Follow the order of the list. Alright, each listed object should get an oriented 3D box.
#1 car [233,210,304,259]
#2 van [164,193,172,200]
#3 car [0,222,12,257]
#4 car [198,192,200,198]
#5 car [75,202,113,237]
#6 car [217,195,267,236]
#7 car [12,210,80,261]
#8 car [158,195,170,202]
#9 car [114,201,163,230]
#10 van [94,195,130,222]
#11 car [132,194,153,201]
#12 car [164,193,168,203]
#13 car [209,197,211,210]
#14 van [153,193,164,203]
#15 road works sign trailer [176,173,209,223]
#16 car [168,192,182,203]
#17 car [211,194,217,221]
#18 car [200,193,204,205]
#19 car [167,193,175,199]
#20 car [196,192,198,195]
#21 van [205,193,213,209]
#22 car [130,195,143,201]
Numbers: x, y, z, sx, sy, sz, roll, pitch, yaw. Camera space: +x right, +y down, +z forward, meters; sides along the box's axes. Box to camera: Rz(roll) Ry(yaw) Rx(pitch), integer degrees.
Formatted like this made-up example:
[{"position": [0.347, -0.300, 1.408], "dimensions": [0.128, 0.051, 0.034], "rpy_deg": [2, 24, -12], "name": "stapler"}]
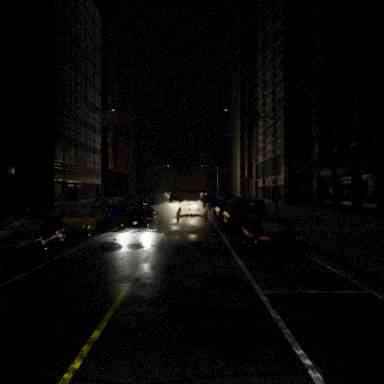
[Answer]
[{"position": [2.763, 1.533, 12.075], "dimensions": [1.802, 1.307, 4.206], "rpy_deg": [0, 0, 0], "name": "car"}, {"position": [-5.762, 1.046, 79.375], "dimensions": [1.690, 1.788, 3.998], "rpy_deg": [0, 0, 0], "name": "van"}, {"position": [-5.761, 1.524, 6.453], "dimensions": [2.008, 1.369, 4.403], "rpy_deg": [0, 0, 0], "name": "car"}, {"position": [2.764, 1.184, 68.165], "dimensions": [1.967, 1.590, 4.097], "rpy_deg": [0, 0, 0], "name": "car"}, {"position": [-5.762, 1.456, 17.501], "dimensions": [1.752, 1.417, 4.829], "rpy_deg": [0, 0, 0], "name": "car"}, {"position": [2.764, 1.244, 17.683], "dimensions": [2.192, 1.841, 5.009], "rpy_deg": [0, 0, 0], "name": "car"}, {"position": [-5.762, 1.533, 12.062], "dimensions": [1.802, 1.307, 4.206], "rpy_deg": [0, 0, 0], "name": "car"}, {"position": [-5.762, 1.295, 68.156], "dimensions": [2.008, 1.369, 4.403], "rpy_deg": [0, 0, 0], "name": "car"}, {"position": [-3.098, 1.484, 20.114], "dimensions": [1.994, 1.385, 4.181], "rpy_deg": [0, 0, 0], "name": "car"}, {"position": [-5.761, 1.249, 23.280], "dimensions": [1.690, 1.788, 3.998], "rpy_deg": [0, 0, 0], "name": "van"}, {"position": [-5.761, 1.181, 34.499], "dimensions": [2.192, 1.841, 5.009], "rpy_deg": [0, 0, 0], "name": "car"}, {"position": [-5.761, 1.099, 56.937], "dimensions": [2.192, 1.841, 5.009], "rpy_deg": [0, 0, 0], "name": "car"}, {"position": [2.764, 1.411, 29.072], "dimensions": [1.752, 1.417, 4.829], "rpy_deg": [0, 0, 0], "name": "car"}, {"position": [-5.761, 1.145, 51.327], "dimensions": [1.690, 1.788, 3.998], "rpy_deg": [0, 0, 0], "name": "van"}, {"position": [0.000, 0.368, 24.459], "dimensions": [2.380, 3.560, 2.880], "rpy_deg": [0, 0, 0], "name": "road works sign trailer"}, {"position": [-3.029, 1.003, 61.011], "dimensions": [2.150, 2.045, 5.566], "rpy_deg": [0, 0, 1], "name": "car"}, {"position": [2.764, 1.223, 23.292], "dimensions": [2.192, 1.841, 5.009], "rpy_deg": [0, 0, 0], "name": "car"}, {"position": [2.764, 1.119, 51.338], "dimensions": [2.192, 1.841, 5.009], "rpy_deg": [0, 0, 0], "name": "car"}, {"position": [-5.762, 1.106, 90.594], "dimensions": [1.967, 1.590, 4.097], "rpy_deg": [0, 0, 0], "name": "car"}, {"position": [2.764, 1.229, 84.993], "dimensions": [1.887, 1.381, 4.507], "rpy_deg": [0, 0, 0], "name": "car"}, {"position": [2.764, 1.186, 40.119], "dimensions": [1.690, 1.788, 3.998], "rpy_deg": [0, 0, 0], "name": "van"}, {"position": [-5.762, 1.327, 28.890], "dimensions": [1.967, 1.590, 4.097], "rpy_deg": [0, 0, 0], "name": "car"}]
